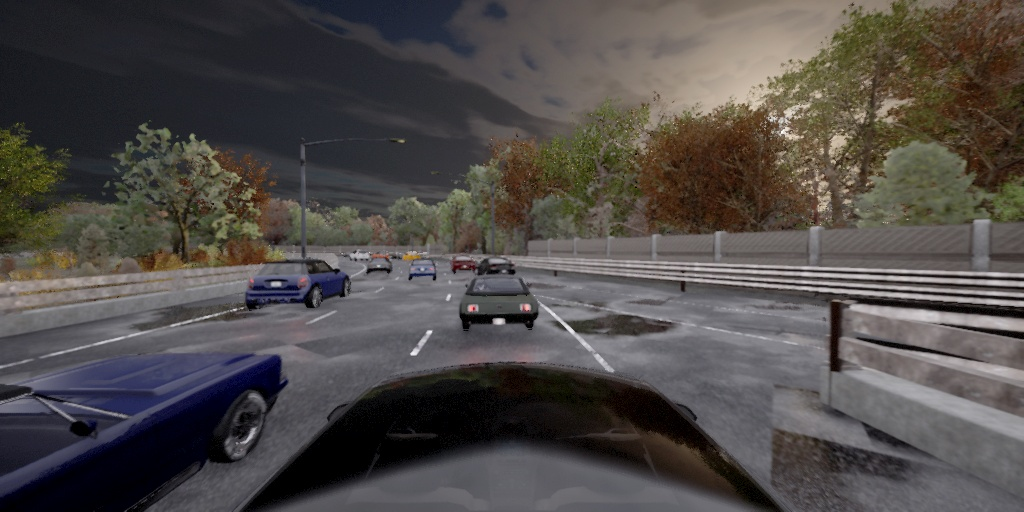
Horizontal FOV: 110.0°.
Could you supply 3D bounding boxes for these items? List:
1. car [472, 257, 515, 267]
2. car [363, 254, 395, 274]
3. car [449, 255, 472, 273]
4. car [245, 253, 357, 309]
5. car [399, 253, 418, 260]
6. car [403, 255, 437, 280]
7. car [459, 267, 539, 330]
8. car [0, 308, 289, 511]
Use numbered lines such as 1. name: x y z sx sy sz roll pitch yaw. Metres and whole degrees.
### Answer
1. car: -1.240 0.789 25.262 1.882 1.535 5.008 0 1 -17
2. car: -11.726 0.772 31.866 1.994 1.385 4.181 0 1 -17
3. car: -4.532 0.666 32.197 1.882 1.535 5.008 0 1 -14
4. car: -7.865 0.893 13.684 2.097 1.767 4.553 0 1 -7
5. car: -17.042 0.162 60.429 1.882 1.535 5.008 -1 1 -31
6. car: -6.310 0.865 25.442 2.033 1.411 5.357 0 1 -13
7. car: -0.447 1.187 10.508 1.895 1.301 4.718 0 1 -4
8. car: -3.454 1.353 1.935 1.895 1.301 4.718 0 1 -1
